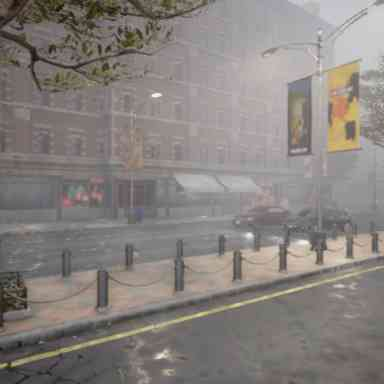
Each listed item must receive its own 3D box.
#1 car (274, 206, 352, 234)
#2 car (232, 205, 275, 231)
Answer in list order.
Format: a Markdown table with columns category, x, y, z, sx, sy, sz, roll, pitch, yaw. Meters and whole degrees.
| category | x | y | z | sx | sy | sz | roll | pitch | yaw |
| --- | --- | --- | --- | --- | --- | --- | --- | --- | --- |
| car | 7.132 | 1.596 | 18.779 | 4.892 | 1.490 | 1.837 | 0 | 0 | -35 |
| car | 4.663 | 1.579 | 21.324 | 4.674 | 1.442 | 1.812 | 0 | 0 | -35 |
